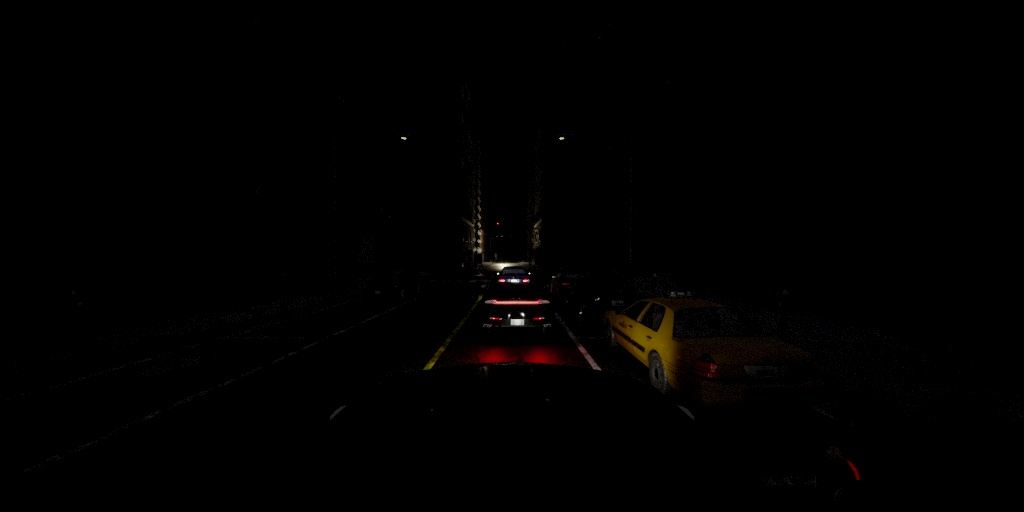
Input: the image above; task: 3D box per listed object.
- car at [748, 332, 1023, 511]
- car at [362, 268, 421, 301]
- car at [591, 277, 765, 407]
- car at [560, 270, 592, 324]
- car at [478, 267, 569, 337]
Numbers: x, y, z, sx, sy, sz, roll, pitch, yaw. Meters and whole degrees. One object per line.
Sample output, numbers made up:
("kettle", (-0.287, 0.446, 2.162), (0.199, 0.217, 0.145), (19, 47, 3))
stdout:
("car", (2.873, 1.301, 0.604), (2.007, 1.370, 4.403), (0, 0, 0))
("car", (-5.668, 1.290, 17.361), (1.888, 1.381, 4.507), (0, 0, 0))
("car", (2.874, 1.274, 6.360), (1.751, 1.417, 4.829), (0, 0, 0))
("car", (2.876, 1.313, 11.776), (1.948, 1.339, 4.313), (0, 0, 0))
("car", (0.104, 1.239, 10.301), (2.128, 1.511, 4.902), (0, 0, 0))
